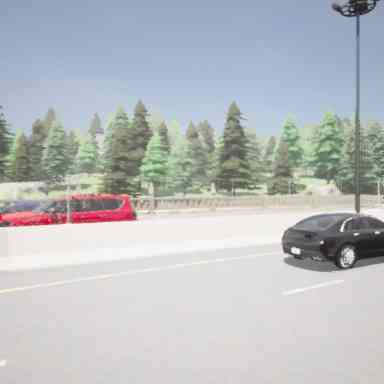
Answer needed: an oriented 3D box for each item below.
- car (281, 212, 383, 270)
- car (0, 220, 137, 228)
[{"bbox_3d":[5.070,1.418,10.660,4.892,1.490,1.837,0,0,-29],"label":"car"},{"bbox_3d":[-4.868,1.130,13.168,5.566,2.045,2.150,0,0,-32],"label":"car"}]
